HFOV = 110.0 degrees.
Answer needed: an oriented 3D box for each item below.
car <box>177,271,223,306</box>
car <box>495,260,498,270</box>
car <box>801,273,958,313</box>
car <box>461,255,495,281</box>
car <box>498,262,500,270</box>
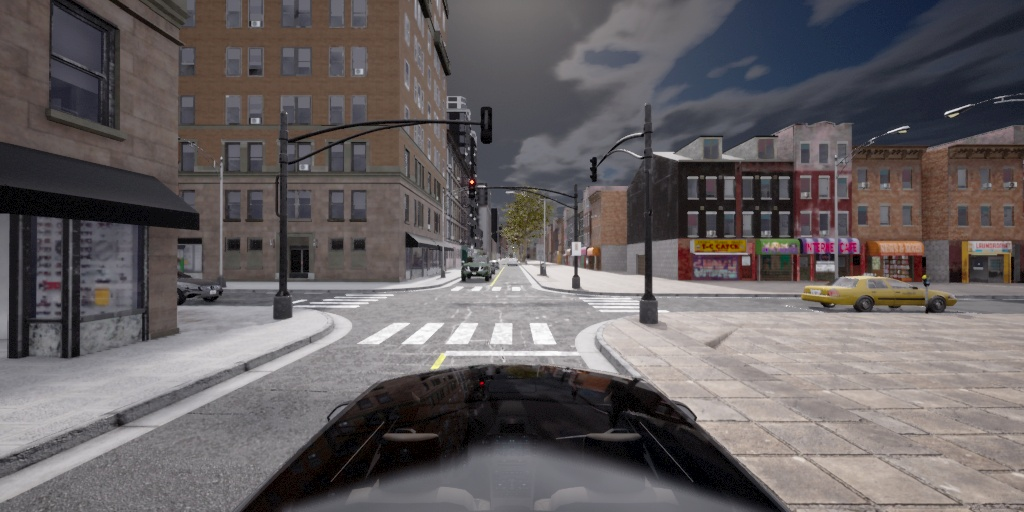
[{"bbox_3d":[-14.412,1.195,14.481,4.674,1.442,1.812,0,0,0],"label":"car"},{"bbox_3d":[-2.867,1.295,39.744,1.994,1.385,4.181,0,0,0],"label":"car"},{"bbox_3d":[13.881,1.346,13.655,4.829,1.417,1.751,0,0,0],"label":"car"},{"bbox_3d":[-2.856,0.958,29.829,2.150,2.045,5.566,0,0,0],"label":"car"},{"bbox_3d":[-2.846,1.291,52.220,1.994,1.385,4.181,0,0,1],"label":"car"}]
